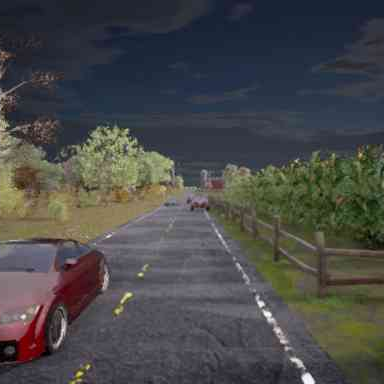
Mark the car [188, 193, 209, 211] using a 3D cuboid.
[{"bbox_3d":[0.915,1.185,38.622,2.097,1.767,4.553,0,0,1],"label":"car"}]

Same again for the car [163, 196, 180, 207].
[{"bbox_3d":[-2.816,1.298,46.234,1.837,1.490,4.892,0,0,0],"label":"car"}]

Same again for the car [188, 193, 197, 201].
[{"bbox_3d":[0.028,1.009,69.704,1.837,1.490,4.892,0,0,0],"label":"car"}]

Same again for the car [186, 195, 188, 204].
[{"bbox_3d":[0.022,1.239,56.751,1.837,1.490,4.892,0,0,0],"label":"car"}]

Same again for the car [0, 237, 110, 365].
[{"bbox_3d":[-2.848,1.542,5.876,1.994,1.385,4.181,0,0,0],"label":"car"}]
